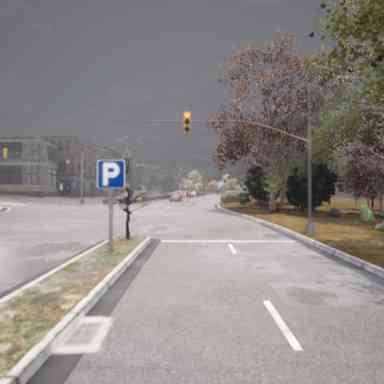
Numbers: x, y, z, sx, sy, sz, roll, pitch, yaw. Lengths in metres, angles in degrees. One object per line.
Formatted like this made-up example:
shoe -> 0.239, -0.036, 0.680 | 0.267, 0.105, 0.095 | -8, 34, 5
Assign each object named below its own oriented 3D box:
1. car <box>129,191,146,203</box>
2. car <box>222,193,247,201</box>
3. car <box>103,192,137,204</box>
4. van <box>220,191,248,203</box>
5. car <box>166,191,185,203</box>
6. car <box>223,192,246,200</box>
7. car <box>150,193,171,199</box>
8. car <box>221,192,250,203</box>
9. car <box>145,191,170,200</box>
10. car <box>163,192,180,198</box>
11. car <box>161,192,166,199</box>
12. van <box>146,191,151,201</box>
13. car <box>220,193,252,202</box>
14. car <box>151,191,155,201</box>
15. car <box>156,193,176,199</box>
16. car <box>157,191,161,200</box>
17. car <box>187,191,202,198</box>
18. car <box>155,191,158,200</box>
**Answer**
car -> -10.944, 1.102, 55.339 | 5.366, 1.575, 1.946 | -1, 0, -15
car -> 8.545, 1.047, 66.792 | 4.674, 1.452, 2.002 | 1, 0, -13
car -> -11.582, 1.155, 52.346 | 4.792, 1.488, 2.163 | -1, 0, -15
van -> 7.139, 0.832, 54.986 | 4.442, 1.987, 1.878 | 1, 1, -14
car -> -2.886, 1.153, 59.355 | 1.812, 1.442, 4.674 | 0, 1, 6
car -> 9.270, 0.854, 72.660 | 4.553, 1.767, 2.185 | 0, 0, -12
car -> -7.793, 1.006, 82.274 | 5.008, 1.535, 2.097 | -1, 0, -12
car -> 7.516, 0.920, 57.956 | 4.553, 1.767, 2.185 | 0, 0, -14
car -> -8.207, 0.765, 79.293 | 5.566, 2.045, 2.435 | -1, 0, -12
car -> -5.816, 0.832, 94.195 | 4.553, 1.767, 2.185 | -1, 0, -10
car -> -8.650, 1.068, 76.287 | 4.674, 1.452, 2.002 | -1, 0, -12
van -> -10.400, 0.858, 61.332 | 4.442, 1.987, 1.878 | -1, 0, -14
car -> 8.044, 1.031, 60.952 | 5.366, 1.575, 1.946 | 1, 0, -13
car -> -10.180, 1.076, 64.304 | 4.892, 1.521, 2.231 | -1, 0, -14
car -> -6.843, 0.982, 88.237 | 5.008, 1.535, 2.097 | -1, 0, -11
car -> -9.450, 1.092, 70.303 | 4.674, 1.452, 2.002 | -1, 0, -13
car -> 0.609, 0.909, 85.722 | 1.812, 1.442, 4.674 | 0, 0, 9
car -> -9.814, 1.103, 67.300 | 4.674, 1.452, 2.002 | -1, 0, -13
